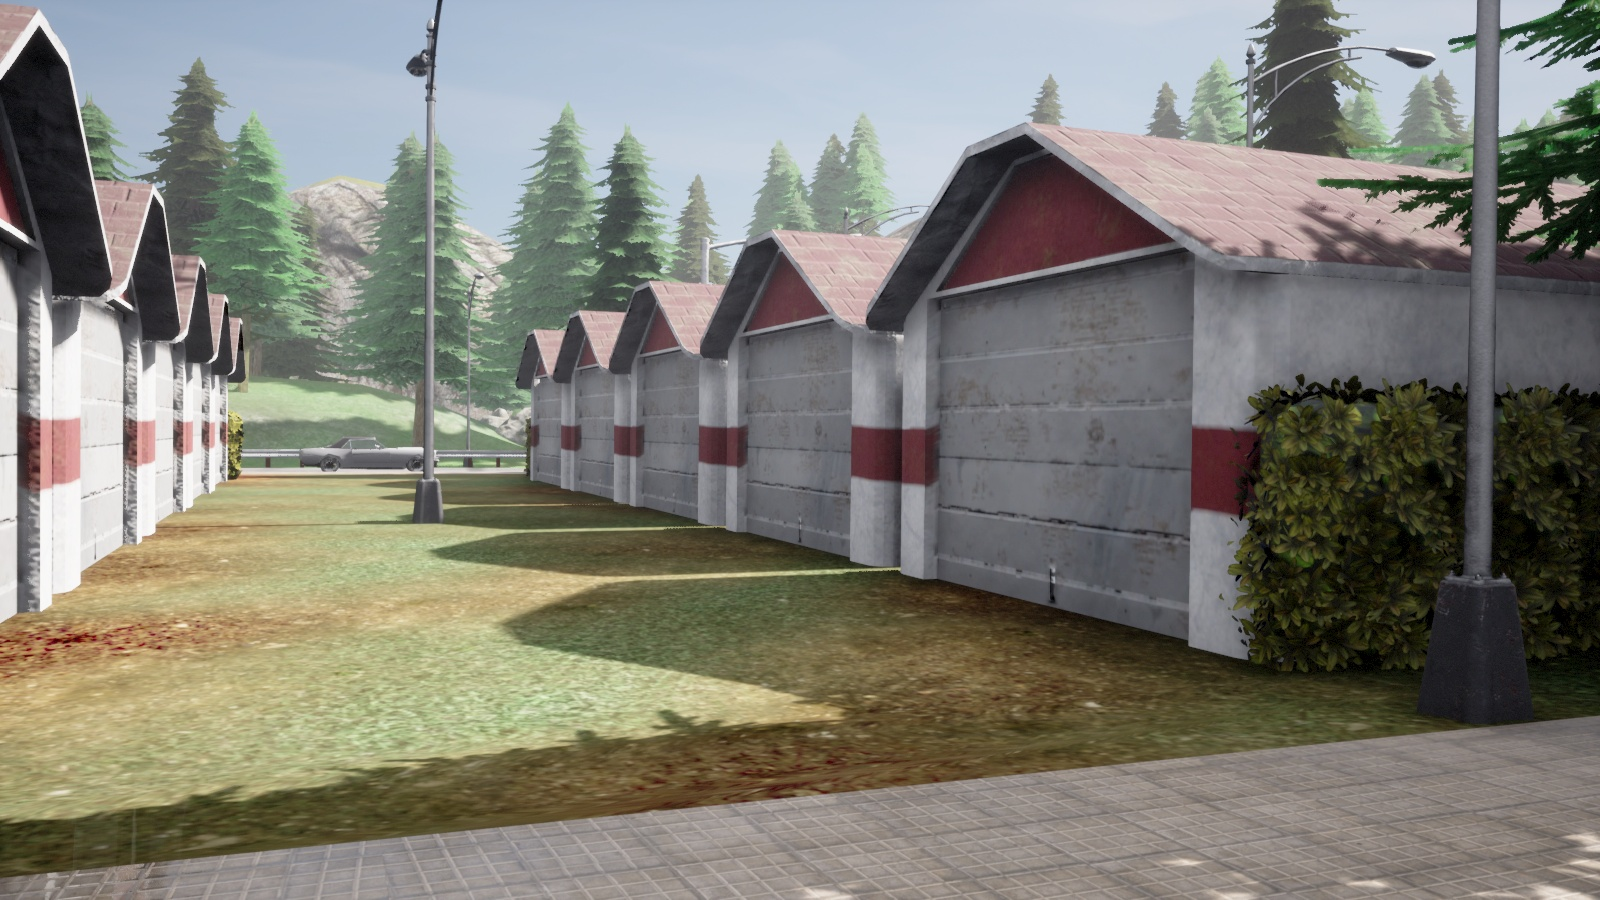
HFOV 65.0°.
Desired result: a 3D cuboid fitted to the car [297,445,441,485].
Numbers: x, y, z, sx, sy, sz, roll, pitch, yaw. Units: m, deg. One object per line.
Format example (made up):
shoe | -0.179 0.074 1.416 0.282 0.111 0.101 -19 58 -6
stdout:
car | -15.293 0.515 44.639 4.718 1.301 1.895 -1 1 -20
